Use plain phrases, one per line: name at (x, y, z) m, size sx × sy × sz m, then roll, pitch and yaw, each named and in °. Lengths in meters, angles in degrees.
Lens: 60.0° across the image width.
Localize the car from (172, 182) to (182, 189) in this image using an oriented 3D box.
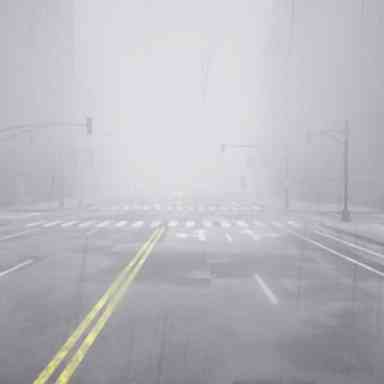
car at (-3.261, -1.383, 73.513) m, size 2.128 × 1.511 × 4.902 m, roll 0°, pitch 3°, yaw 0°

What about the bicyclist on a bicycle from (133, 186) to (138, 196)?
bicyclist on a bicycle at (-8.741, -0.123, 51.676) m, size 0.866 × 1.612 × 1.509 m, roll 0°, pitch 2°, yaw 0°

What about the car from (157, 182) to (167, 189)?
car at (-6.511, -1.383, 73.512) m, size 1.812 × 1.442 × 4.674 m, roll 0°, pitch 3°, yaw 0°
